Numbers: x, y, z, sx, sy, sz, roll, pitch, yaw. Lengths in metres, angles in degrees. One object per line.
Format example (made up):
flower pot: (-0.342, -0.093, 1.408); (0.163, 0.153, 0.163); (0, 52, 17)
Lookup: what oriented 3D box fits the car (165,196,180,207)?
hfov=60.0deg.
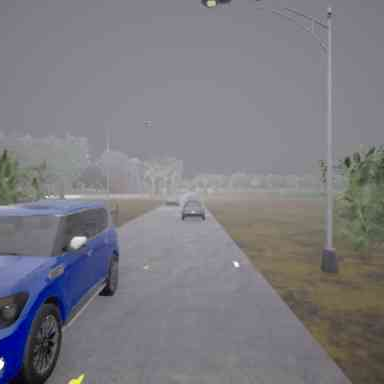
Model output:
car: (-2.831, 1.366, 48.364); (1.882, 1.535, 5.008); (0, 0, 0)

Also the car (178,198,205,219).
car: (0.101, 1.511, 28.116); (1.994, 1.385, 4.181); (0, 0, 0)

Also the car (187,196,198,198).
car: (0.100, 1.252, 44.742); (2.097, 1.767, 4.553); (0, 0, 0)

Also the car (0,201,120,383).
car: (-2.759, 1.212, 5.695); (2.150, 2.045, 5.566); (0, 0, 0)
